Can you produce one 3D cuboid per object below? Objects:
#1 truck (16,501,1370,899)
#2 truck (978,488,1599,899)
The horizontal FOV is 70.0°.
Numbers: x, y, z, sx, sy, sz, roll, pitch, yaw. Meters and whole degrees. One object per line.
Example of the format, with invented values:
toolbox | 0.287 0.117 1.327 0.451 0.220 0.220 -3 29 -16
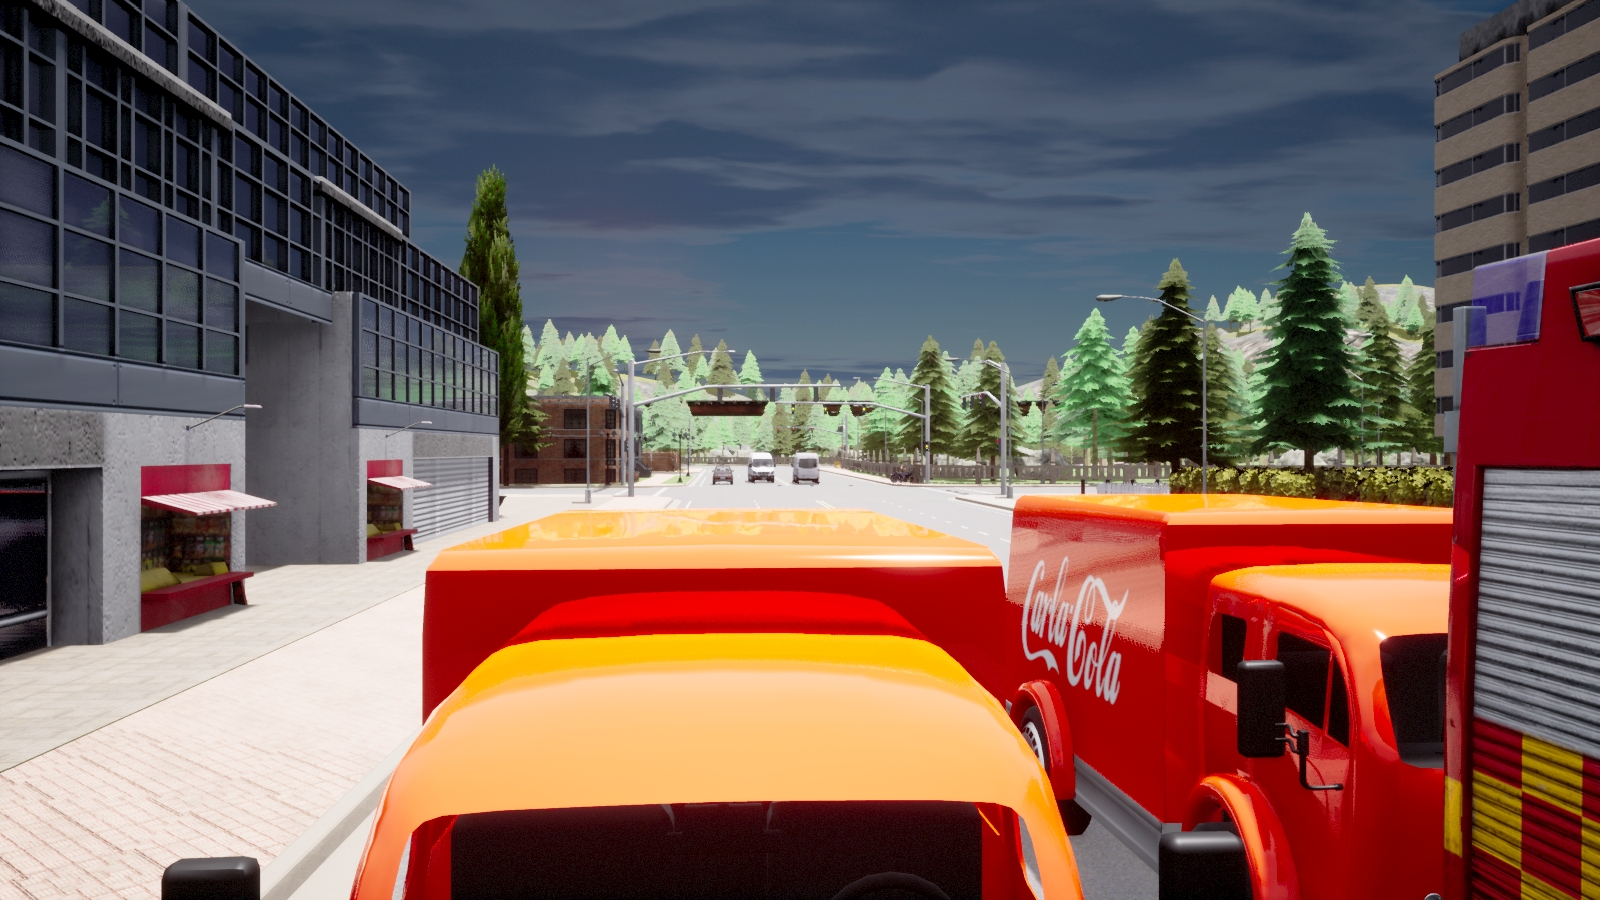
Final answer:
truck | -0.347 1.568 4.821 2.627 2.467 5.204 0 0 -4
truck | 3.003 1.568 7.234 2.627 2.467 5.204 0 0 -4
